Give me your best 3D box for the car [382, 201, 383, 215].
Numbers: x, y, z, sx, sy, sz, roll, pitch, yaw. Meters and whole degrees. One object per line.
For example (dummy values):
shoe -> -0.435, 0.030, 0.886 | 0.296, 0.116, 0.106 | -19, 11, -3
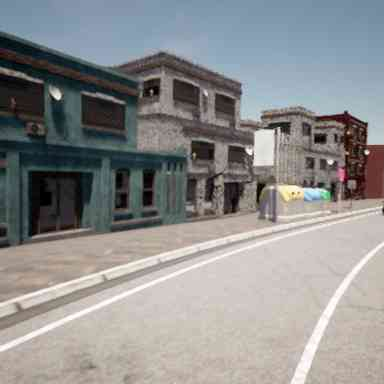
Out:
car -> 16.581, 1.095, 26.497 | 2.128, 1.511, 4.902 | 3, 3, 40
